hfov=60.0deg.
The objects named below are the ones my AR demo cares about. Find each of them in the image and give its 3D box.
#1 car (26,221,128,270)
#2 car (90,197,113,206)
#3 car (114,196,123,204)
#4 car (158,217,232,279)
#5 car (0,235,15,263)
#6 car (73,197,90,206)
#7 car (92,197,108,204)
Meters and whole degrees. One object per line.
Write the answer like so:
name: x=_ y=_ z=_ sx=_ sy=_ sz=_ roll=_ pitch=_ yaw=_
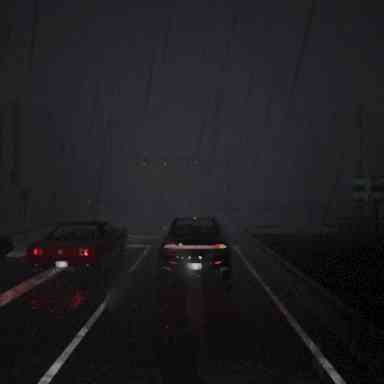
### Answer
car: x=-3.416 y=1.610 z=10.969 sx=1.895 sy=1.301 sz=4.718 roll=0 pitch=0 yaw=0
car: x=-15.065 y=1.550 z=55.952 sx=1.837 sy=1.490 sz=4.892 roll=0 pitch=0 yaw=0
car: x=-14.995 y=1.548 z=66.253 sx=2.128 sy=1.511 sz=4.902 roll=0 pitch=0 yaw=0
car: x=0.084 y=1.500 z=10.093 sx=2.128 sy=1.511 sz=4.902 roll=0 pitch=0 yaw=0
car: x=-6.922 y=1.555 z=8.776 sx=2.033 sy=1.411 sz=5.357 roll=0 pitch=0 yaw=0
car: x=-18.551 y=1.571 z=56.540 sx=1.812 sy=1.442 sz=4.674 roll=0 pitch=0 yaw=0
car: x=-18.495 y=1.649 z=66.835 sx=1.895 sy=1.301 sz=4.718 roll=0 pitch=0 yaw=0
